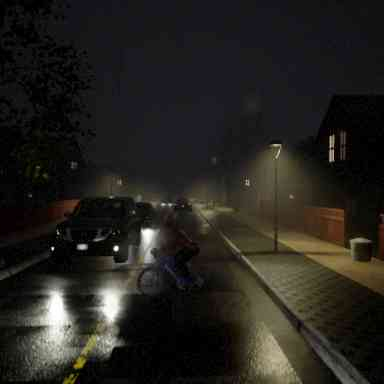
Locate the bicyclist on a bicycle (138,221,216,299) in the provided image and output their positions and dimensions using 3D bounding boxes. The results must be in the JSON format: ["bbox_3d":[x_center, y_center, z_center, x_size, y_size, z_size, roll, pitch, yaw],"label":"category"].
[{"bbox_3d":[-0.318,1.428,6.966,1.656,1.620,0.582,-1,0,-2],"label":"bicyclist on a bicycle"}]

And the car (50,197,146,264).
[{"bbox_3d":[-3.188,1.207,12.182,2.150,2.045,5.566,0,0,-2],"label":"car"}]

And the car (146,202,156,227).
[{"bbox_3d":[-3.502,1.476,22.561,1.837,1.490,4.892,0,0,-2],"label":"car"}]

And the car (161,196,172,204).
[{"bbox_3d":[-4.716,1.489,62.354,1.994,1.385,4.181,0,0,-1],"label":"car"}]

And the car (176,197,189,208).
[{"bbox_3d":[-1.402,1.465,49.175,1.812,1.442,4.674,0,0,-2],"label":"car"}]

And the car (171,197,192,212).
[{"bbox_3d":[-1.050,1.516,38.171,1.994,1.385,4.181,0,0,-2],"label":"car"}]
